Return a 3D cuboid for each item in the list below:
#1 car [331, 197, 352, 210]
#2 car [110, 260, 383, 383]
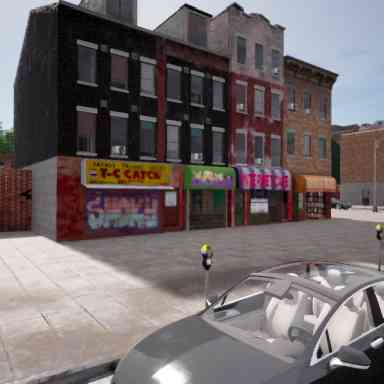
[{"bbox_3d":[16.642,1.383,39.968,1.837,1.490,4.892,0,0,-36],"label":"car"},{"bbox_3d":[1.276,1.552,3.709,4.403,1.369,2.008,0,0,-35],"label":"car"}]
